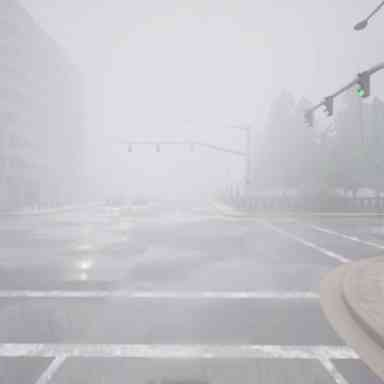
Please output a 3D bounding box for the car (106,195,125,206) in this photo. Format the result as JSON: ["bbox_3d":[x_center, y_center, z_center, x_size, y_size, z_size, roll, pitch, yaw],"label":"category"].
[{"bbox_3d":[-10.602,1.193,46.434,2.128,1.511,4.902,0,0,0],"label":"car"}]

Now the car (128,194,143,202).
[{"bbox_3d":[-10.559,1.103,62.574,1.837,1.490,4.892,0,0,0],"label":"car"}]

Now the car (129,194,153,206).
[{"bbox_3d":[-7.101,1.266,46.283,1.994,1.385,4.181,0,0,0],"label":"car"}]

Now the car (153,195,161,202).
[{"bbox_3d":[-7.058,1.200,62.513,1.895,1.301,4.718,0,0,0],"label":"car"}]
